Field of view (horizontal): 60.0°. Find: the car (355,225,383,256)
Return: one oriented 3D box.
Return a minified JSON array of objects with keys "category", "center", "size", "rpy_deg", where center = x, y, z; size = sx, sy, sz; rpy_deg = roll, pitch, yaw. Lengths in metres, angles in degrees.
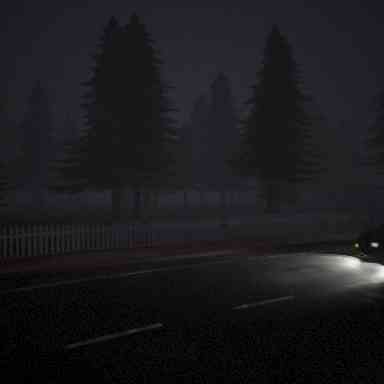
[{"category":"car","center":[7.501,1.430,10.833],"size":[4.181,1.385,1.994],"rpy_deg":[0,0,-18]}]
